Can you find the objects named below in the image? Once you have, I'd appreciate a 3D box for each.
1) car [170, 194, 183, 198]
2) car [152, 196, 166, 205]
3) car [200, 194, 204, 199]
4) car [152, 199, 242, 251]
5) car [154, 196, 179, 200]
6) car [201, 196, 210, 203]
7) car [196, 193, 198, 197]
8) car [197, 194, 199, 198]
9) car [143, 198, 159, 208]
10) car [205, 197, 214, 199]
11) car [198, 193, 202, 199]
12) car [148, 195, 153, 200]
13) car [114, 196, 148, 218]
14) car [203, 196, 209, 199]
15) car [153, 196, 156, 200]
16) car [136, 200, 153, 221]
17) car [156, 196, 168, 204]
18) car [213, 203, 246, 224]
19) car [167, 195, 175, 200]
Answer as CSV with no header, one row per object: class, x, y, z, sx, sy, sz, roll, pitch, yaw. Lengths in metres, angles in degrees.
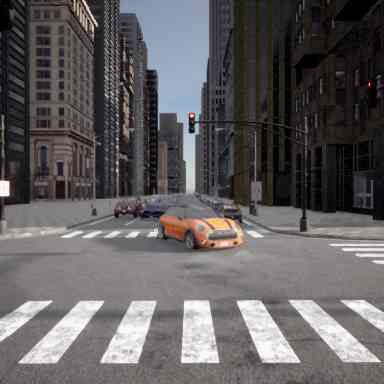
car,-3.031,1.501,52.773,2.128,1.511,4.902,0,0,0
car,-5.779,1.452,58.983,1.967,1.590,4.097,0,0,0
car,2.748,1.449,53.353,1.967,1.590,4.097,0,0,0
car,0.184,1.344,14.338,2.097,1.767,4.553,0,0,-27
car,-3.092,1.553,41.448,2.033,1.411,5.357,0,0,0
car,2.744,1.545,70.445,1.752,1.417,4.829,0,0,0
car,2.740,1.561,87.366,1.752,1.417,4.829,0,0,0
car,2.743,1.569,75.915,1.887,1.381,4.507,0,0,0
car,-5.776,1.589,47.701,1.802,1.307,4.206,0,0,0
car,2.752,1.554,36.431,2.008,1.369,4.403,0,0,0
car,2.745,1.456,64.634,1.967,1.590,4.097,0,0,0
car,-5.774,1.444,36.421,1.967,1.590,4.097,0,0,0
car,-5.772,1.317,30.779,2.192,1.841,5.009,0,0,0
car,2.751,1.550,42.072,1.887,1.381,4.507,0,0,0
car,-5.775,1.571,42.061,1.947,1.339,4.313,0,0,0
car,-3.105,1.603,27.638,1.895,1.301,4.718,0,0,0
car,-5.780,1.541,64.453,1.752,1.417,4.829,0,0,0
car,2.754,1.552,25.150,2.008,1.369,4.403,0,0,0
car,-5.787,1.566,92.657,1.752,1.417,4.829,0,0,0
